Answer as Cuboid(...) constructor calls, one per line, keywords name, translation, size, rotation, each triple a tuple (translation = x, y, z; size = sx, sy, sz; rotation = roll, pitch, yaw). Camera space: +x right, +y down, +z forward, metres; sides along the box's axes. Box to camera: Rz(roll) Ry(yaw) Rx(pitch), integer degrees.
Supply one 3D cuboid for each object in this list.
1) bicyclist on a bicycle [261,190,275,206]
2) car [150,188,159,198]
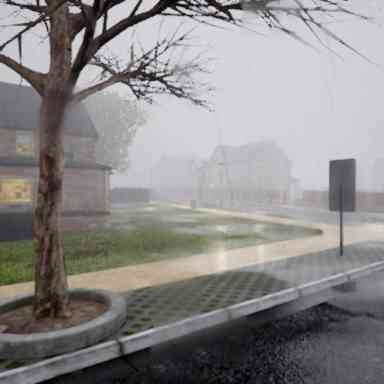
Cuboid(name="bicyclist on a bicycle", translation=(7.319, 0.589, 32.005), size=(1.656, 1.620, 0.582), rotation=(0, 1, -28))
Cuboid(name="car", translation=(-6.627, 0.205, 51.912), size=(1.837, 1.490, 4.892), rotation=(0, 1, -28))
